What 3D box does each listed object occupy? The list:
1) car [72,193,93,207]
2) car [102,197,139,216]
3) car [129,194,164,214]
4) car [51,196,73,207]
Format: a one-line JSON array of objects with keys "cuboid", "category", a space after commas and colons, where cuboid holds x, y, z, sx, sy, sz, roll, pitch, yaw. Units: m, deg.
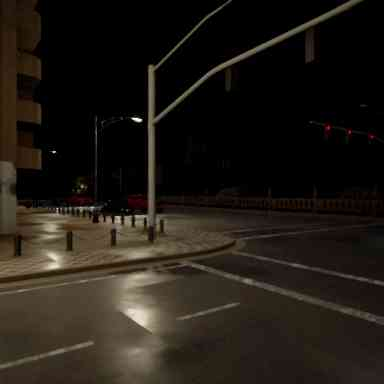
[{"cuboid": [-17.939, 1.260, 54.022, 2.150, 2.045, 5.566, 0, 0, -36], "category": "car"}, {"cuboid": [-7.508, 1.558, 33.575, 1.837, 1.490, 4.892, 0, 0, -36], "category": "car"}, {"cuboid": [-5.189, 1.274, 36.335, 2.150, 2.045, 5.566, 0, 0, -36], "category": "car"}, {"cuboid": [-20.401, 1.580, 51.443, 1.812, 1.442, 4.674, 0, 0, -36], "category": "car"}]
